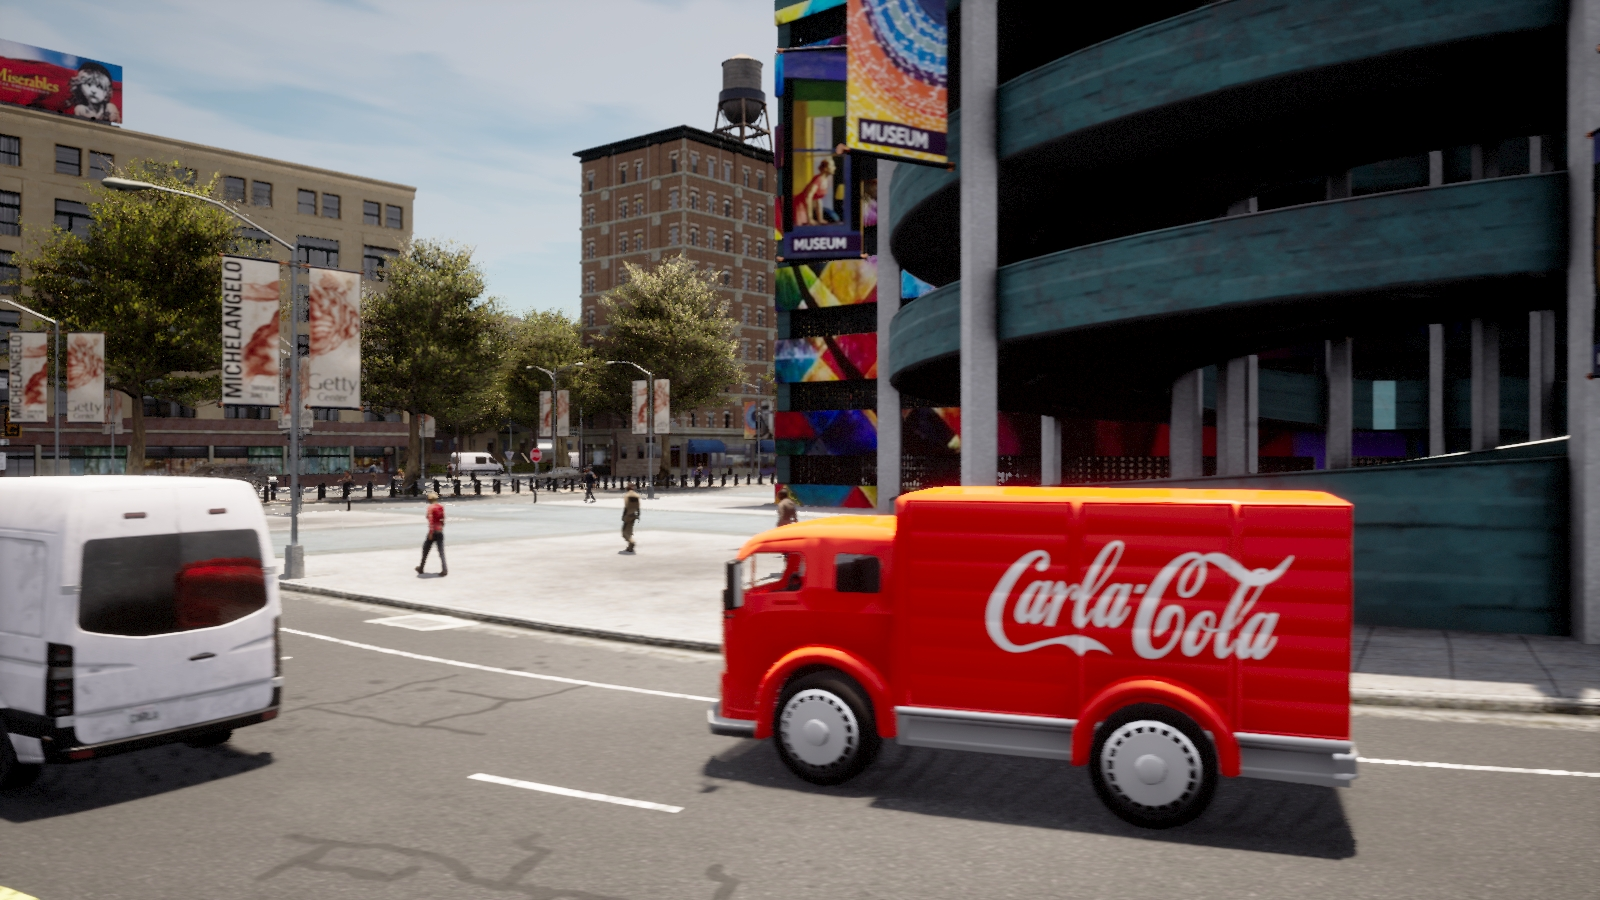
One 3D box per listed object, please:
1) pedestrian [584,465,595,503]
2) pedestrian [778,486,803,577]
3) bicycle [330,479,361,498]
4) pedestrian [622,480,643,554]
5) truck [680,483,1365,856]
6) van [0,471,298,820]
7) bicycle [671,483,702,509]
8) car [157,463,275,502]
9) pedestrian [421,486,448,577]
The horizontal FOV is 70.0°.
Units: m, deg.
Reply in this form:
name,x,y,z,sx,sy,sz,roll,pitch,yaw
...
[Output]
name,x,y,z,sx,sy,sz,roll,pitch,yaw
pedestrian,-10.494,1.706,56.988,0.375,1.860,0.375,0,0,43
pedestrian,-0.203,1.701,24.010,0.375,1.860,0.375,0,0,44
bicycle,-26.762,2.267,67.248,0.859,1.080,1.487,0,0,39
pedestrian,-4.291,1.701,29.282,0.375,1.860,0.375,0,0,-43
truck,1.892,1.565,9.974,5.204,2.467,2.627,0,0,21
van,-7.580,1.536,11.155,5.915,2.561,1.988,0,0,33
bicycle,-5.484,2.216,55.072,0.373,1.196,1.643,0,0,43
car,-33.145,1.791,64.970,2.150,2.045,5.566,0,0,40
pedestrian,-7.656,1.700,23.933,0.375,1.860,0.375,0,0,39
